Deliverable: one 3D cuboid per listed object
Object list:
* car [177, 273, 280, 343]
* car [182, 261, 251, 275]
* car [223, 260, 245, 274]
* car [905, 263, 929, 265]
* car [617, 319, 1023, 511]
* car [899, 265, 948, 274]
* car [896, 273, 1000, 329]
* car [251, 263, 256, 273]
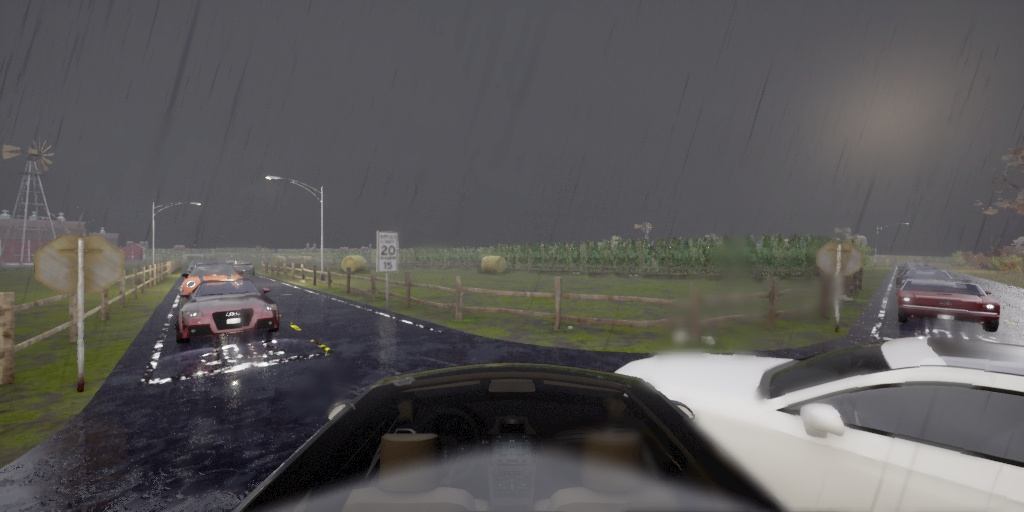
[{"bbox_3d":[-7.906,1.352,9.946,1.994,1.385,4.181,0,0,-42],"label":"car"},{"bbox_3d":[-13.658,1.134,16.451,2.097,1.767,4.553,0,0,-42],"label":"car"},{"bbox_3d":[-33.546,1.288,43.211,1.837,1.490,4.892,0,0,-41],"label":"car"},{"bbox_3d":[27.437,1.387,24.110,4.181,1.385,1.994,0,1,-43],"label":"car"},{"bbox_3d":[2.846,1.293,2.320,1.812,1.442,4.674,0,1,-44],"label":"car"},{"bbox_3d":[20.659,1.353,17.880,5.357,1.411,2.033,0,1,-43],"label":"car"},{"bbox_3d":[13.558,1.392,11.342,4.718,1.301,1.895,0,1,-43],"label":"car"},{"bbox_3d":[-26.852,1.269,35.729,2.128,1.511,4.902,0,0,-41],"label":"car"}]
